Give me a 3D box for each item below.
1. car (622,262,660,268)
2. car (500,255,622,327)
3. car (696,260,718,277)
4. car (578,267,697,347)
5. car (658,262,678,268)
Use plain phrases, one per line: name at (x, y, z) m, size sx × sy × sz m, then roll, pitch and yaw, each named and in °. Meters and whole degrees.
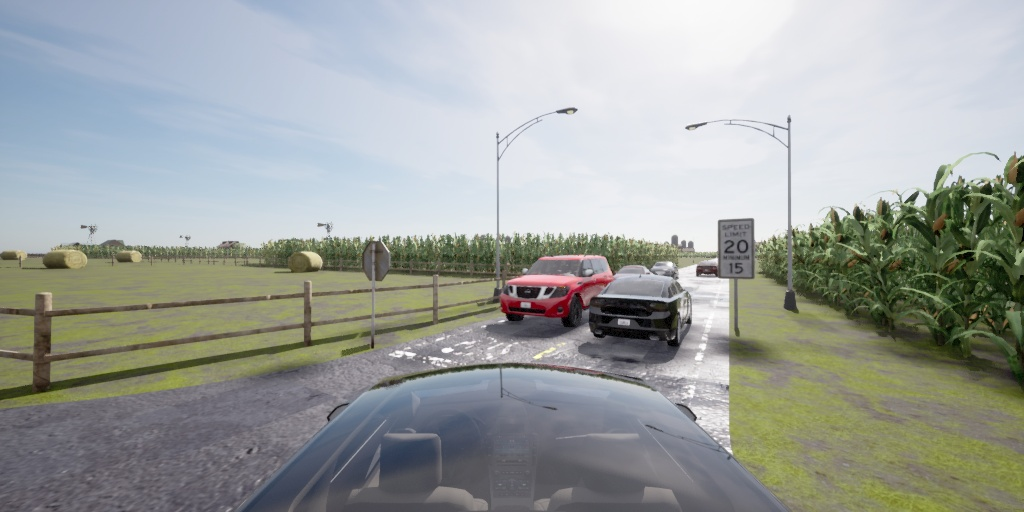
car at (7.006, 1.293, 20.696) m, size 1.812 × 1.442 × 4.674 m, roll 0°, pitch 0°, yaw 31°
car at (1.804, 0.987, 12.113) m, size 2.150 × 2.045 × 5.566 m, roll 0°, pitch 0°, yaw 31°
car at (19.753, 1.229, 36.133) m, size 1.882 × 1.535 × 5.008 m, roll 0°, pitch 0°, yaw 32°
car at (3.618, 1.231, 9.601) m, size 1.882 × 1.535 × 5.008 m, roll 0°, pitch 0°, yaw 31°
car at (12.982, 1.257, 30.542) m, size 2.128 × 1.511 × 4.902 m, roll 0°, pitch 0°, yaw 31°
